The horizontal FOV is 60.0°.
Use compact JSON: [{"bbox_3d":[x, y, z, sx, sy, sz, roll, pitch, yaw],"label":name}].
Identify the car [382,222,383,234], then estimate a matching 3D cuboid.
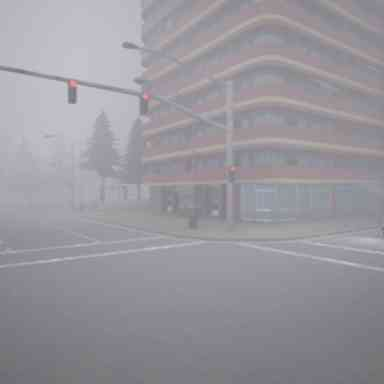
[{"bbox_3d":[11.115,1.387,16.209,4.674,1.442,1.812,-1,0,-35],"label":"car"}]
